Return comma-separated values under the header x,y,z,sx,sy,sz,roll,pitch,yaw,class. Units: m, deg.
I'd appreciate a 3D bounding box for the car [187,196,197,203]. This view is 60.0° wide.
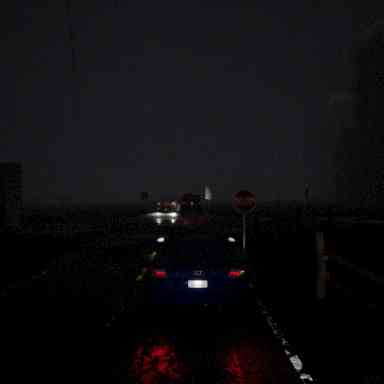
x,y,z,sx,sy,sz,roll,pitch,yaw,class
0.042,1.580,68.919,2.033,1.411,5.357,0,0,0,car

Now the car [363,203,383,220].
x,y,z,sx,sy,sz,roll,pitch,yaw,class
15.291,1.213,24.550,5.008,1.535,1.882,-1,1,0,car

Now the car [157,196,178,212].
x,y,z,sx,sy,sz,roll,pitch,yaw,class
-2.827,1.356,38.662,2.097,1.767,4.553,0,0,0,car

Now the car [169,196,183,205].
x,y,z,sx,sy,sz,roll,pitch,yaw,class
-2.791,1.511,59.355,2.128,1.511,4.902,0,0,0,car

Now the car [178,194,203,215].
x,y,z,sx,sy,sz,roll,pitch,yaw,class
-0.090,1.222,33.923,2.150,2.045,5.566,-1,0,-2,car

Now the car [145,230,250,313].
x,y,z,sx,sy,sz,roll,pitch,yaw,class
0.103,1.562,7.768,1.994,1.385,4.181,0,0,0,car

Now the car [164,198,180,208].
x,y,z,sx,sy,sz,roll,pitch,yaw,class
-2.815,1.558,48.931,2.033,1.411,5.357,0,0,0,car
